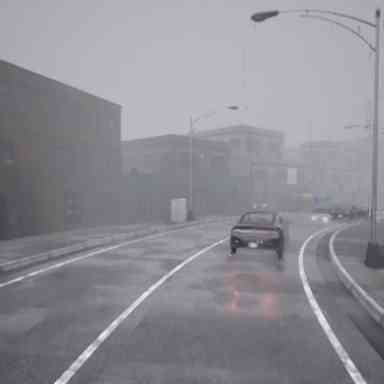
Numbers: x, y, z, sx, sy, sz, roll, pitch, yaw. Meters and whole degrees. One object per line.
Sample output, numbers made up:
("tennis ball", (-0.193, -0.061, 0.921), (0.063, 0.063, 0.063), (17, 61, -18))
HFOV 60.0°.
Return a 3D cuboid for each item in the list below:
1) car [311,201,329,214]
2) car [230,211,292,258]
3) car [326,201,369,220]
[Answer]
("car", (14.958, 1.689, 35.853), (5.357, 1.411, 2.033), (1, 1, -42))
("car", (2.785, 1.511, 13.067), (2.128, 1.511, 4.902), (1, 0, 19))
("car", (14.345, 1.775, 30.134), (4.718, 1.301, 1.895), (1, 1, -45))
